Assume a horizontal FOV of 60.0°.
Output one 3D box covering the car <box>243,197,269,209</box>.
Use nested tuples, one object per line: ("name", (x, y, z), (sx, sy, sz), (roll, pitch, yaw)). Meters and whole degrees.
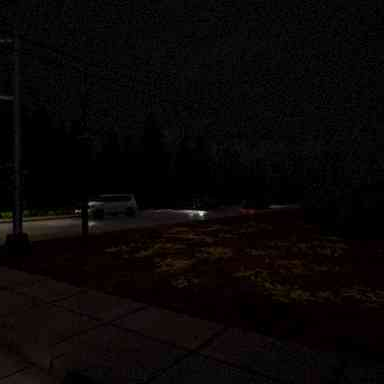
("car", (8.344, 1.357, 42.830), (2.128, 1.511, 4.902), (0, 0, 37))

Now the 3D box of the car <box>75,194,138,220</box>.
("car", (-7.105, 1.206, 28.183), (2.150, 2.045, 5.566), (0, 0, 37))

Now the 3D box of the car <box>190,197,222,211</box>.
("car", (1.754, 1.410, 40.124), (1.837, 1.490, 4.892), (0, 0, 37))
